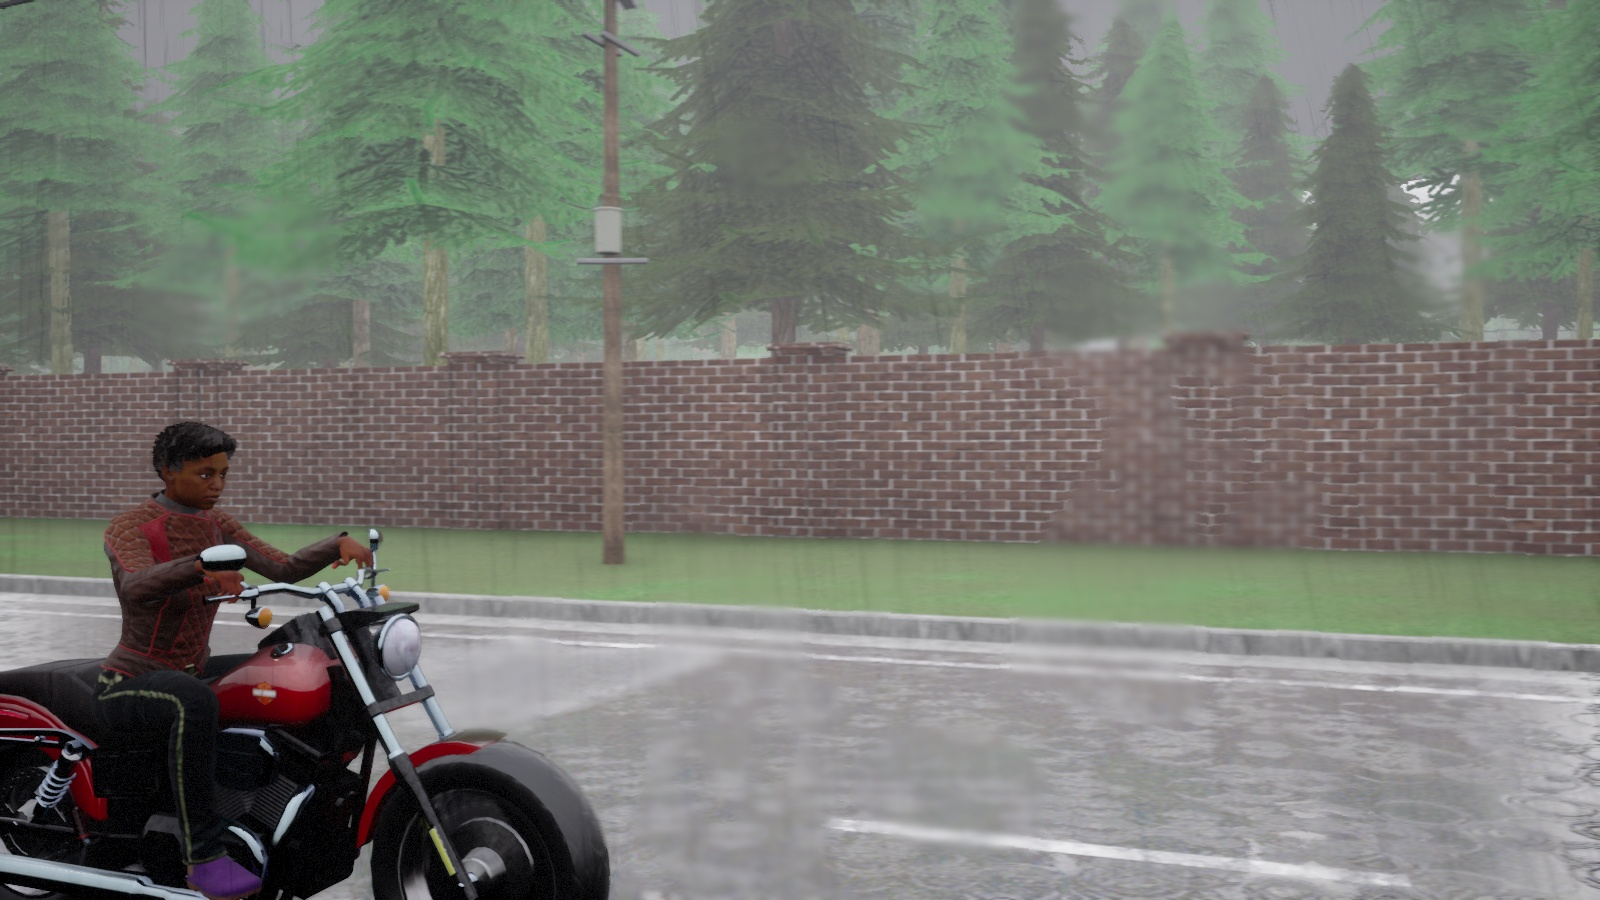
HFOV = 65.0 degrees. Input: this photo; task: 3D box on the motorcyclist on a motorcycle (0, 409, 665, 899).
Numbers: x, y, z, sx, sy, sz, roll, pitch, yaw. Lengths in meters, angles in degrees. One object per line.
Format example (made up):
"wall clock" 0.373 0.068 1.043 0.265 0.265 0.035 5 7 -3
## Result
"motorcyclist on a motorcycle" -1.642 0.710 3.745 2.350 1.649 0.766 1 1 19
